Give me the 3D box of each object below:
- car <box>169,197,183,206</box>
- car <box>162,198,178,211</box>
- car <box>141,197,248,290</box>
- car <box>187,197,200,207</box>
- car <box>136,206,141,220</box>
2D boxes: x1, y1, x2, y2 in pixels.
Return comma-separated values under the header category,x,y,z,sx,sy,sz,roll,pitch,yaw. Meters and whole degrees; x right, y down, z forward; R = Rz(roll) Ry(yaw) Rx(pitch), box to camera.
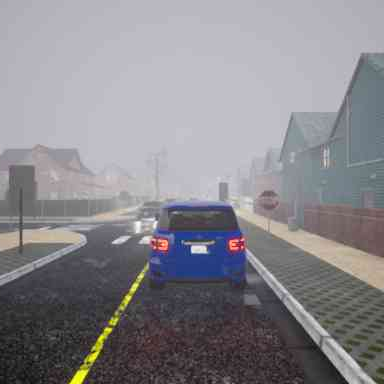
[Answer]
category,x,y,z,sx,sy,sz,roll,pitch,yaw
car,-2.680,1.567,55.607,2.033,1.411,5.357,0,0,0
car,-2.744,1.538,42.526,1.812,1.442,4.674,0,0,0
car,0.109,1.223,9.213,2.150,2.045,5.566,0,0,-1
car,0.215,1.543,51.755,1.812,1.442,4.674,0,0,0
car,-3.299,1.512,28.332,1.837,1.490,4.892,0,0,7
